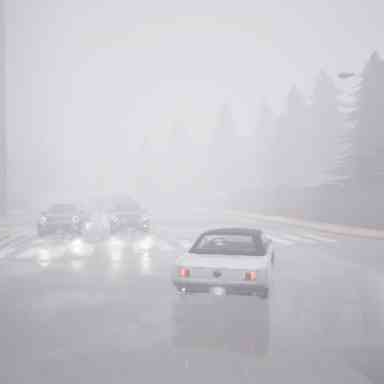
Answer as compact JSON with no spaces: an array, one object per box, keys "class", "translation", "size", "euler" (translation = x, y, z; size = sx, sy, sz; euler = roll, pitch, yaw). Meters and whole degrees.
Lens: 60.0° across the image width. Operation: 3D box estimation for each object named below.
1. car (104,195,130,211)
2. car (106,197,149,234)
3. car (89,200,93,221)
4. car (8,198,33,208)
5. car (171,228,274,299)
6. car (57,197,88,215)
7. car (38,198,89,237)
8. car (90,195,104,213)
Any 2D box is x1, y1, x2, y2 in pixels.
[{"class":"car","translation":[-6.194,1.270,28.760],"size":[2.150,2.045,5.566],"euler":[-1,0,-17]},{"class":"car","translation":[-3.780,1.375,19.504],"size":[2.097,1.767,4.553],"euler":[-1,0,-14]},{"class":"car","translation":[-9.401,1.663,27.174],"size":[1.994,1.385,4.181],"euler":[-1,0,-16]},{"class":"car","translation":[-28.820,1.710,54.983],"size":[4.553,1.767,2.097],"euler":[-1,0,11]},{"class":"car","translation":[1.059,1.567,8.425],"size":[1.895,1.301,4.718],"euler":[-1,0,15]},{"class":"car","translation":[-13.205,1.497,36.513],"size":[2.097,1.767,4.553],"euler":[-1,0,-34]},{"class":"car","translation":[-7.214,1.427,18.814],"size":[2.097,1.767,4.553],"euler":[-1,0,-14]},{"class":"car","translation":[-10.348,1.321,38.625],"size":[2.150,2.045,5.566],"euler":[-1,0,-33]}]
